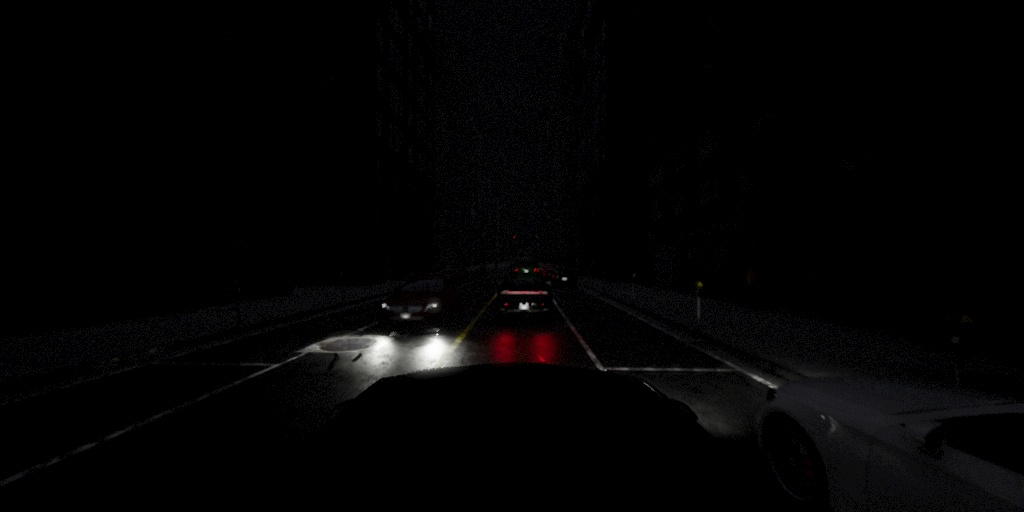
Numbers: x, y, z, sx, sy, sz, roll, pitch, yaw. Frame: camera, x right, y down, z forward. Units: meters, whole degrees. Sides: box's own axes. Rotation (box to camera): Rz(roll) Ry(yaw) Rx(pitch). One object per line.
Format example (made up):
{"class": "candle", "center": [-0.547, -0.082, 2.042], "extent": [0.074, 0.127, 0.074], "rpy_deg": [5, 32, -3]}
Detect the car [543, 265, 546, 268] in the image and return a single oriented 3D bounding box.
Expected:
{"class": "car", "center": [3.756, 1.604, 31.261], "extent": [1.888, 1.381, 4.507], "rpy_deg": [0, 0, 2]}

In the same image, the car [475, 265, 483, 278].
{"class": "car", "center": [-4.570, 1.657, 37.064], "extent": [2.007, 1.370, 4.403], "rpy_deg": [0, 0, 2]}

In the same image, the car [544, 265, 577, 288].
{"class": "car", "center": [3.562, 1.567, 25.760], "extent": [1.948, 1.339, 4.313], "rpy_deg": [0, 0, 2]}

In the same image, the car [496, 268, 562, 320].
{"class": "car", "center": [0.457, 1.359, 13.276], "extent": [2.128, 1.511, 4.902], "rpy_deg": [0, -1, 2]}

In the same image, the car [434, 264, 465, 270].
{"class": "car", "center": [-4.959, 1.431, 26.061], "extent": [1.967, 1.591, 4.097], "rpy_deg": [0, 0, 2]}

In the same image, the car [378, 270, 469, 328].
{"class": "car", "center": [-2.790, 1.375, 11.975], "extent": [1.812, 1.442, 4.674], "rpy_deg": [0, -1, 2]}

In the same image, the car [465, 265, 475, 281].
{"class": "car", "center": [-4.764, 1.615, 31.563], "extent": [1.948, 1.339, 4.313], "rpy_deg": [0, 0, 2]}

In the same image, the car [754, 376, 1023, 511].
{"class": "car", "center": [3.087, 1.276, 1.337], "extent": [1.812, 1.442, 4.674], "rpy_deg": [0, -1, 2]}

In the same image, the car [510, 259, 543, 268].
{"class": "car", "center": [1.035, 1.255, 29.137], "extent": [2.150, 2.045, 5.566], "rpy_deg": [0, 0, 0]}
